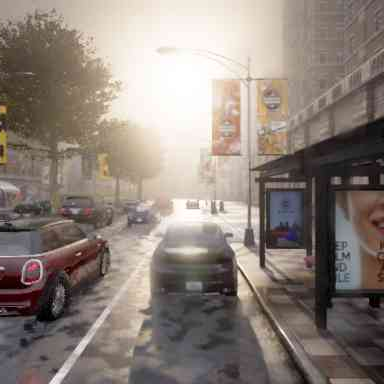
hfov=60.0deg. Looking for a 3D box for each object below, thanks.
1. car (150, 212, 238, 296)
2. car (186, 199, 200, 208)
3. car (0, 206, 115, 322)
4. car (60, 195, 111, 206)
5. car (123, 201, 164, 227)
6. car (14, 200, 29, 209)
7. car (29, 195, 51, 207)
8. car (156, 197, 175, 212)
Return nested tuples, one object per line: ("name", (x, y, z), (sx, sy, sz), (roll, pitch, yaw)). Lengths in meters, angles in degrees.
("car", (0.052, 1.512, 8.640), (1.837, 1.490, 4.892), (0, 0, 0))
("car", (0.114, 1.635, 47.893), (1.895, 1.301, 4.718), (0, 0, 0))
("car", (-3.350, 1.365, 7.433), (2.097, 1.767, 4.553), (0, 0, 0))
("car", (-6.710, 1.258, 21.893), (2.150, 2.045, 5.566), (0, 0, 1))
("car", (-3.201, 1.553, 22.688), (1.812, 1.442, 4.674), (0, 0, 0))
("car", (-18.232, 1.623, 38.079), (2.033, 1.411, 5.357), (0, 0, 1))
("car", (-14.766, 1.289, 35.598), (2.150, 2.045, 5.566), (0, 0, 1))
("car", (-3.125, 1.390, 37.609), (2.097, 1.767, 4.553), (0, 0, 1))
